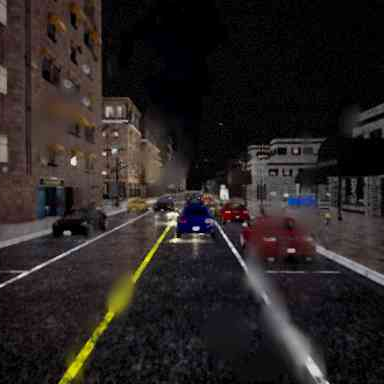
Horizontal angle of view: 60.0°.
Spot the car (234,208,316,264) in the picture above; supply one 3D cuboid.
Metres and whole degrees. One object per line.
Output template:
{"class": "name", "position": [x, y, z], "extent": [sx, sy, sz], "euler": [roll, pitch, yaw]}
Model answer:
{"class": "car", "position": [2.747, 1.467, 11.401], "extent": [1.887, 1.381, 4.507], "euler": [0, 0, 0]}

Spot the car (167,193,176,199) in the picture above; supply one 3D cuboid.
{"class": "car", "position": [-5.230, 1.067, 83.783], "extent": [2.008, 1.369, 4.403], "euler": [0, 0, 0]}

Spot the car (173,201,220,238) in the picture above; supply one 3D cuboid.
{"class": "car", "position": [0.192, 1.414, 16.768], "extent": [1.812, 1.442, 4.674], "euler": [0, 0, 0]}

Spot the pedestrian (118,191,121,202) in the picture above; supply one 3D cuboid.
{"class": "pedestrian", "position": [-12.319, 0.724, 56.155], "extent": [0.375, 1.860, 0.375], "euler": [0, 1, 0]}

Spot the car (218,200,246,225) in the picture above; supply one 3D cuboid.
{"class": "car", "position": [2.811, 1.395, 22.794], "extent": [1.887, 1.381, 4.507], "euler": [0, 0, 0]}

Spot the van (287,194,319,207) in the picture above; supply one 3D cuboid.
{"class": "van", "position": [14.907, 1.125, 44.886], "extent": [3.998, 1.788, 1.690], "euler": [0, 1, 0]}

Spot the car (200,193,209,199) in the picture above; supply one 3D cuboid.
{"class": "car", "position": [3.150, 1.066, 83.749], "extent": [2.008, 1.369, 4.403], "euler": [0, 0, 0]}

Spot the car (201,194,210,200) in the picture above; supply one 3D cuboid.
{"class": "car", "position": [3.119, 1.125, 78.052], "extent": [1.802, 1.307, 4.206], "euler": [0, 0, 0]}

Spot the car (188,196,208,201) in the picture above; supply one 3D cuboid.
{"class": "car", "position": [0.281, 1.355, 32.584], "extent": [1.994, 1.385, 4.181], "euler": [0, 0, 0]}

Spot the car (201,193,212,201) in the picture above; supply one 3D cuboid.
{"class": "car", "position": [3.054, 1.040, 66.658], "extent": [1.967, 1.590, 4.097], "euler": [0, 0, 0]}

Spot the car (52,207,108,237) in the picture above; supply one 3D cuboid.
{"class": "car", "position": [-5.601, 1.452, 17.150], "extent": [1.947, 1.339, 4.313], "euler": [0, 0, 0]}

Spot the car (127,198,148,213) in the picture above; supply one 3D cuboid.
{"class": "car", "position": [-5.508, 1.308, 34.069], "extent": [1.752, 1.417, 4.829], "euler": [0, 0, 0]}

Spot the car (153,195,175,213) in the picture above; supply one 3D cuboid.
{"class": "car", "position": [-2.840, 1.327, 34.680], "extent": [2.033, 1.411, 5.357], "euler": [0, 0, 1]}
